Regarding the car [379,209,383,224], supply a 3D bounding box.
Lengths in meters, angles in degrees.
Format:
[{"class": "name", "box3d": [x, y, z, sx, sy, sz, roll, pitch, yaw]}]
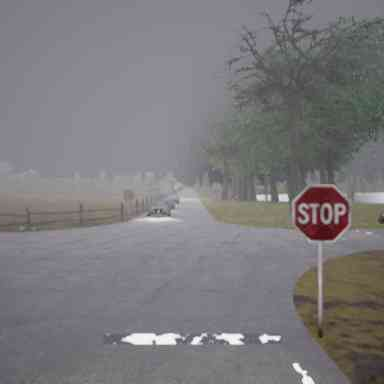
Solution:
[{"class": "car", "box3d": [12.616, 0.988, 16.881, 5.566, 2.045, 2.150, -1, -1, 0]}]

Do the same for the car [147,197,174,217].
[{"class": "car", "box3d": [-2.909, 1.452, 29.915, 1.994, 1.385, 4.181, 0, 0, -2]}]

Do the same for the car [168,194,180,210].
[{"class": "car", "box3d": [-2.930, 1.347, 40.337, 2.033, 1.411, 5.357, 0, 1, 0]}]

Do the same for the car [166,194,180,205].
[{"class": "car", "box3d": [-2.937, 1.138, 52.437, 1.882, 1.535, 5.008, 0, 1, 0]}]
